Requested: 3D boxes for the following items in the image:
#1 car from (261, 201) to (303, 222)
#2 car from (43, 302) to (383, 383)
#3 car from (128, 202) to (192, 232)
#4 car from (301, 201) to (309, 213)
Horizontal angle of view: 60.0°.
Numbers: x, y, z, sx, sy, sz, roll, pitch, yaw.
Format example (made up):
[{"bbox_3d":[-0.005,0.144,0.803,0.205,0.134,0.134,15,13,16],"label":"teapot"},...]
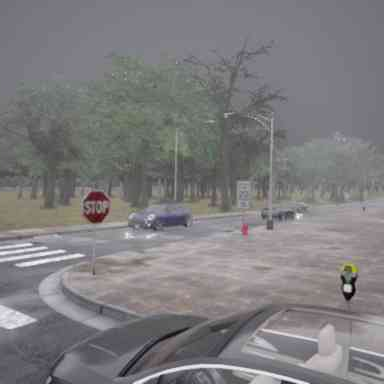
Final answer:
[{"bbox_3d":[7.958,1.822,30.242,2.128,1.511,4.902,2,0,36],"label":"car"},{"bbox_3d":[0.671,1.550,2.312,4.403,1.369,2.008,0,1,36],"label":"car"},{"bbox_3d":[-1.946,1.477,21.471,2.097,1.767,4.553,2,0,36],"label":"car"},{"bbox_3d":[13.724,1.965,43.285,1.837,1.490,4.892,2,0,36],"label":"car"}]
